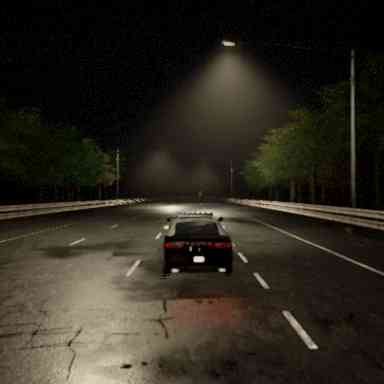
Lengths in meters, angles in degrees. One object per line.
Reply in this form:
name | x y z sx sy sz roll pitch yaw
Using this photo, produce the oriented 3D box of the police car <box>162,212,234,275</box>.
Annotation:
police car | 0.111 1.455 10.639 1.930 1.638 5.238 0 -1 -1
